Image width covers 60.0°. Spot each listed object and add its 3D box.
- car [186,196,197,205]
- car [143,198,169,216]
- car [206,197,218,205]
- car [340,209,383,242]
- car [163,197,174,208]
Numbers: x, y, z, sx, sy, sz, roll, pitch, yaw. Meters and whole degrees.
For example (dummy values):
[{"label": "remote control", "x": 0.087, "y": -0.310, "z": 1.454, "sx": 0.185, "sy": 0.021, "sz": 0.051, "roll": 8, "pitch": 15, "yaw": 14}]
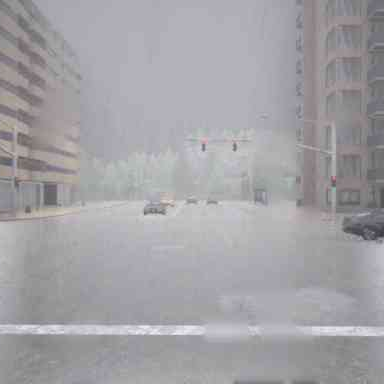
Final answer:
[{"label": "car", "x": -0.031, "y": 1.526, "z": 60.129, "sx": 1.812, "sy": 1.442, "sz": 4.674, "roll": 0, "pitch": 0, "yaw": 0}, {"label": "car", "x": -3.571, "y": 1.564, "z": 32.391, "sx": 1.994, "sy": 1.385, "sz": 4.181, "roll": 0, "pitch": 0, "yaw": -1}, {"label": "car", "x": 3.603, "y": 1.547, "z": 59.488, "sx": 2.033, "sy": 1.411, "sz": 5.357, "roll": 0, "pitch": 0, "yaw": 2}, {"label": "car", "x": 9.415, "y": 1.526, "z": 15.429, "sx": 4.674, "sy": 1.442, "sz": 1.812, "roll": 0, "pitch": 0, "yaw": 14}, {"label": "car", "x": -3.612, "y": 1.477, "z": 47.754, "sx": 1.882, "sy": 1.535, "sz": 5.008, "roll": 0, "pitch": 0, "yaw": 0}]
